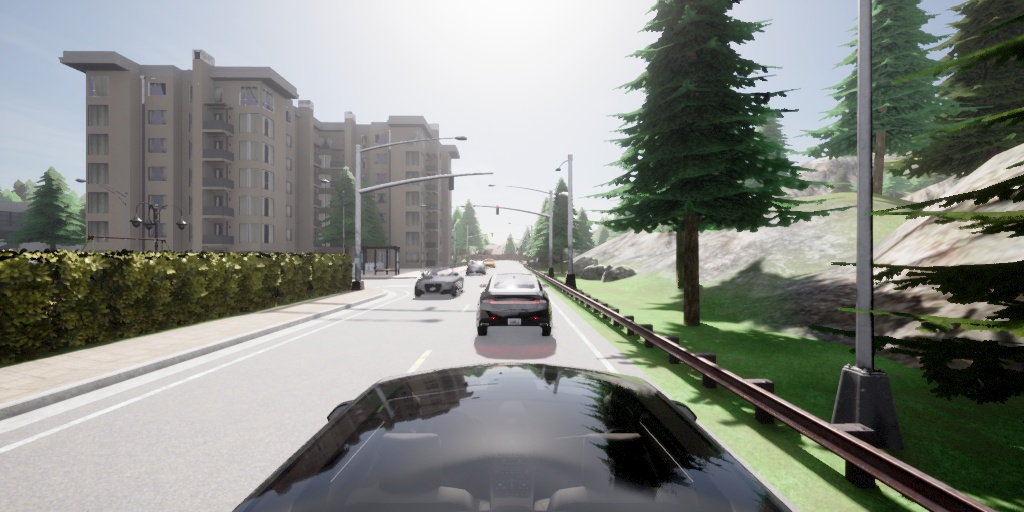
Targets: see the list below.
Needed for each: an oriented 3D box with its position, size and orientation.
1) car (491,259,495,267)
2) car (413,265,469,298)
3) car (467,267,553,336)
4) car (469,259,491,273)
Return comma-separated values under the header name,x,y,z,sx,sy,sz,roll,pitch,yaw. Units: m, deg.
name,x,y,z,sx,sy,sz,roll,pitch,yaw
car,-3.683,1.227,57.652,1.882,1.535,5.008,0,0,0
car,-3.623,1.314,18.410,1.994,1.385,4.181,0,0,0
car,0.062,1.242,10.370,2.128,1.511,4.902,0,0,0
car,-3.669,1.241,37.695,2.128,1.511,4.902,0,0,0
